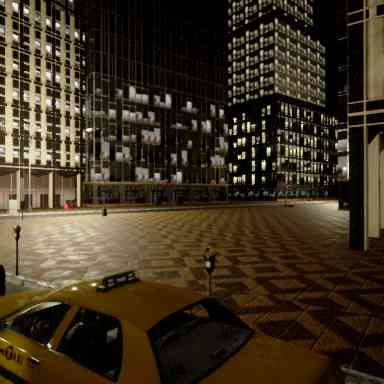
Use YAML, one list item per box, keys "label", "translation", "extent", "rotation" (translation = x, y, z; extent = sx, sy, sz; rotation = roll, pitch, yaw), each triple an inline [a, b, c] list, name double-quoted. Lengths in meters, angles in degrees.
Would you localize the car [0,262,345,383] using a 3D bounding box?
- label: "car"
  translation: [-0.964, 1.525, 3.562]
  extent: [4.829, 1.417, 1.752]
  rotation: [0, 0, 35]
